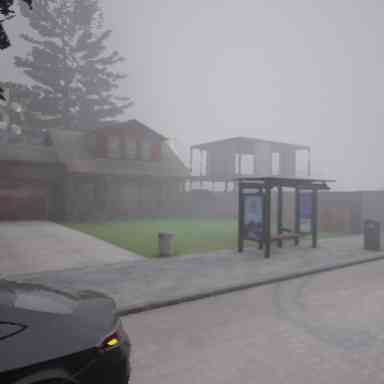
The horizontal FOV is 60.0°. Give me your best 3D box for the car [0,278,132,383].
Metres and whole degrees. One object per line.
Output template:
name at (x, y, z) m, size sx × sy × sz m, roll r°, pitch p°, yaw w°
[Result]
car at (-2.778, 1.515, 2.610) m, size 4.674 × 1.442 × 1.812 m, roll 1°, pitch 0°, yaw -35°
